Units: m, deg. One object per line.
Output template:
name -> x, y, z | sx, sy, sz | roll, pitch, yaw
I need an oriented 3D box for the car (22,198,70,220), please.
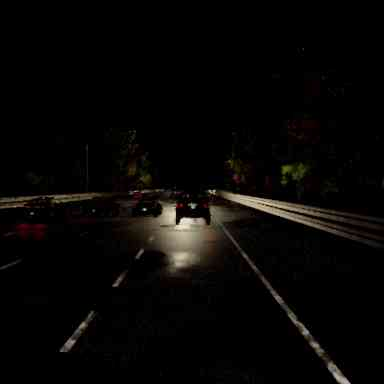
car -> -10.426, 1.150, 24.118 | 2.128, 1.511, 4.902 | 0, 1, 0

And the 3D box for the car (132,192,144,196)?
car -> -10.270, 0.667, 63.848 | 1.994, 1.385, 4.181 | 0, 1, 0

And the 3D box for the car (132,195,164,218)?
car -> -3.421, 1.194, 26.042 | 1.994, 1.385, 4.181 | 0, 1, 0

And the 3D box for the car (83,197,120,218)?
car -> -6.920, 1.109, 25.909 | 1.882, 1.535, 5.008 | 0, 1, 0

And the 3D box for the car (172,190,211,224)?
car -> 0.070, 0.911, 21.942 | 2.150, 2.045, 5.566 | 0, 1, 0

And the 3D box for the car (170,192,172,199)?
car -> -3.252, 0.415, 66.859 | 2.097, 1.767, 4.553 | 0, 1, 0

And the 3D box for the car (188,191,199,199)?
car -> 0.262, 0.608, 66.957 | 2.033, 1.411, 5.357 | 0, 1, 0

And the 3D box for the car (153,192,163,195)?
car -> -6.740, 0.615, 66.538 | 2.033, 1.411, 5.357 | 0, 1, 0
